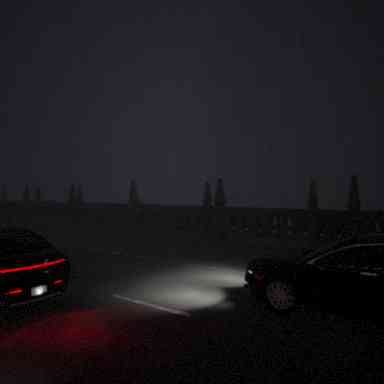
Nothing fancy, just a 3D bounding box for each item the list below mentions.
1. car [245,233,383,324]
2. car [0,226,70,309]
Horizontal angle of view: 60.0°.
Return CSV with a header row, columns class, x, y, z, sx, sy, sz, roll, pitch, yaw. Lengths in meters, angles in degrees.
class,x,y,z,sx,sy,sz,roll,pitch,yaw
car,3.322,1.505,5.921,4.892,1.490,1.837,0,0,35
car,-4.696,1.509,7.340,4.892,1.490,1.837,0,0,35
